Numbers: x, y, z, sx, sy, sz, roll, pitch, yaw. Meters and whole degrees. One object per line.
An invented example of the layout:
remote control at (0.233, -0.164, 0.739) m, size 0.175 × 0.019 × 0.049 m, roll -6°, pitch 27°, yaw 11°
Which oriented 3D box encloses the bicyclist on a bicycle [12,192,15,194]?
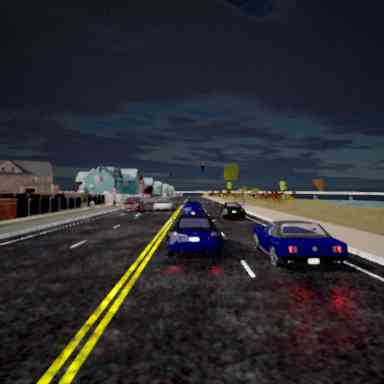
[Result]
bicyclist on a bicycle at (-29.613, 0.761, 55.084) m, size 0.582 × 1.620 × 1.656 m, roll 1°, pitch 0°, yaw -35°

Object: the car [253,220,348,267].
car at (3.333, 1.589, 11.276) m, size 1.895 × 1.301 × 4.718 m, roll 0°, pitch 0°, yaw 0°

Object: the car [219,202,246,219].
car at (3.336, 1.540, 28.344) m, size 1.994 × 1.385 × 4.181 m, roll 0°, pitch 0°, yaw 0°

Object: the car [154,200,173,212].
car at (-3.330, 1.573, 38.941) m, size 1.895 × 1.301 × 4.718 m, roll 0°, pitch 0°, yaw 0°

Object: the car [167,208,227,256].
car at (0.087, 1.550, 13.109) m, size 1.994 × 1.385 × 4.181 m, roll 0°, pitch 0°, yaw 0°

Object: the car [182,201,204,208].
car at (0.088, 1.502, 28.583) m, size 1.812 × 1.442 × 4.674 m, roll 0°, pitch 0°, yaw 0°

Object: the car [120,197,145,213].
car at (-6.584, 1.324, 36.966) m, size 2.097 × 1.767 × 4.553 m, roll 0°, pitch 0°, yaw 0°
